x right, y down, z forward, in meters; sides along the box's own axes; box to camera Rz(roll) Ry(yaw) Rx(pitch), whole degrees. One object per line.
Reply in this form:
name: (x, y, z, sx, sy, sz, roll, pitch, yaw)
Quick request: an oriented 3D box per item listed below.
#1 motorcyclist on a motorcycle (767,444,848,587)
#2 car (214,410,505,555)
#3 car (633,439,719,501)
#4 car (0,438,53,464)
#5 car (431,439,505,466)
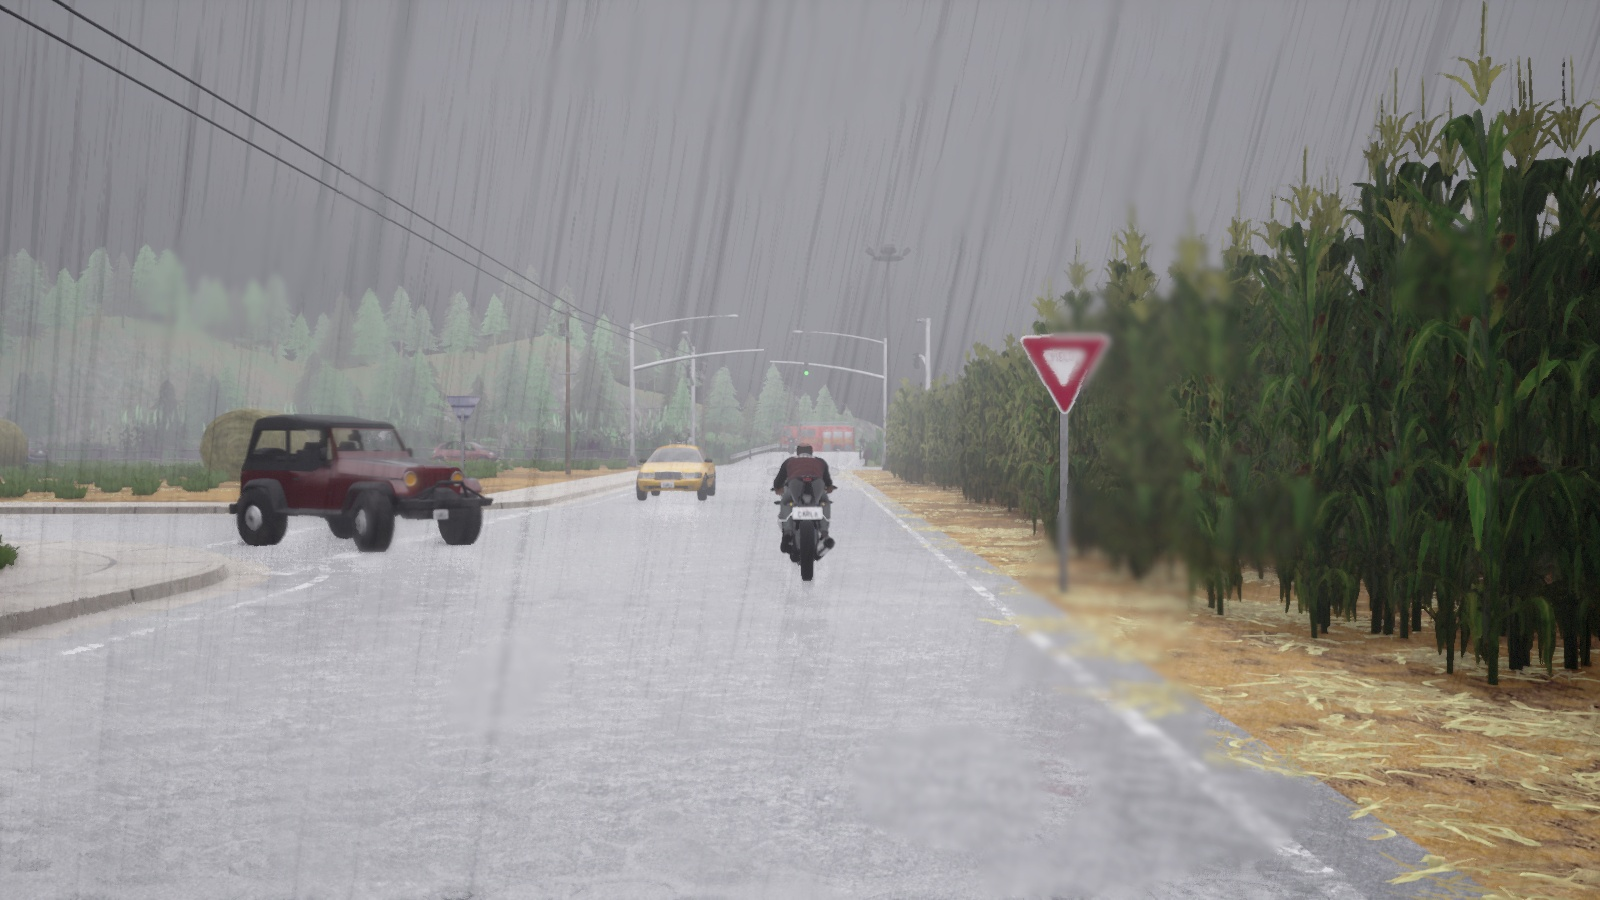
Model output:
motorcyclist on a motorcycle: (0.052, 0.698, 14.637, 0.866, 1.530, 2.191, 0, 0, -2)
car: (-6.360, 0.417, 18.070, 3.866, 1.878, 1.905, 0, 0, 31)
car: (-3.299, 0.489, 34.269, 1.801, 1.575, 5.366, 0, 0, 0)
car: (-51.511, 0.054, 81.582, 4.611, 1.667, 2.242, 0, 0, 3)
car: (-20.134, 0.163, 76.284, 3.988, 1.617, 1.851, 0, 0, 3)
